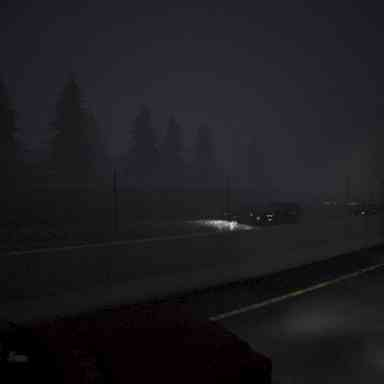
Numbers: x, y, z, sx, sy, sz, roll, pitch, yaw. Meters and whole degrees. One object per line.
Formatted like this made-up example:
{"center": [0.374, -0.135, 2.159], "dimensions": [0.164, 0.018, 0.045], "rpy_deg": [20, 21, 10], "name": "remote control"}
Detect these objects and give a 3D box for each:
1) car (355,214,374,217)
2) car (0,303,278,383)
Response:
{"center": [13.758, 1.371, 25.814], "dimensions": [1.994, 1.385, 4.181], "rpy_deg": [0, 0, 39], "name": "car"}
{"center": [-1.594, 1.590, 2.281], "dimensions": [4.718, 1.301, 1.895], "rpy_deg": [0, 0, -34], "name": "car"}
